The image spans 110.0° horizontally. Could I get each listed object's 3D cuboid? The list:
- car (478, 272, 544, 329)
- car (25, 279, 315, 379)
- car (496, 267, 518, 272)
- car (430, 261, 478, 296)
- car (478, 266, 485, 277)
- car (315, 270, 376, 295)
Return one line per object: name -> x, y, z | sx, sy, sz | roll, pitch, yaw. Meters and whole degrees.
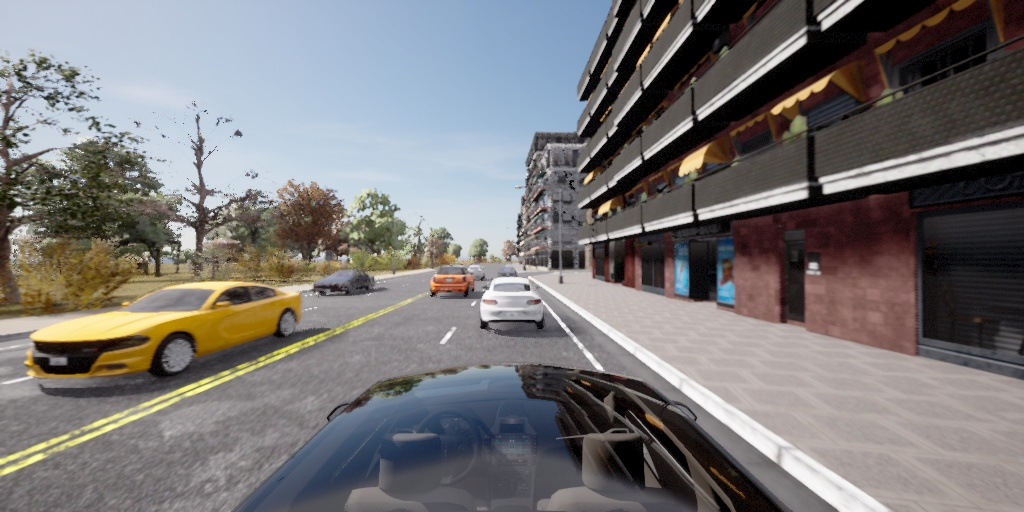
car -> -0.013, 1.402, 11.735 | 1.812, 1.442, 4.674 | 0, -1, 0
car -> -6.637, 1.305, 7.729 | 1.882, 1.535, 5.008 | 0, -1, -1
car -> -0.437, 1.694, 32.710 | 2.033, 1.411, 5.357 | 0, -1, -2
car -> -3.398, 1.351, 21.262 | 2.097, 1.767, 4.553 | 0, -1, -1
car -> -3.867, 1.741, 37.869 | 1.812, 1.442, 4.674 | 0, -1, -2
car -> -10.103, 1.560, 22.143 | 2.033, 1.411, 5.357 | 0, -1, -1
